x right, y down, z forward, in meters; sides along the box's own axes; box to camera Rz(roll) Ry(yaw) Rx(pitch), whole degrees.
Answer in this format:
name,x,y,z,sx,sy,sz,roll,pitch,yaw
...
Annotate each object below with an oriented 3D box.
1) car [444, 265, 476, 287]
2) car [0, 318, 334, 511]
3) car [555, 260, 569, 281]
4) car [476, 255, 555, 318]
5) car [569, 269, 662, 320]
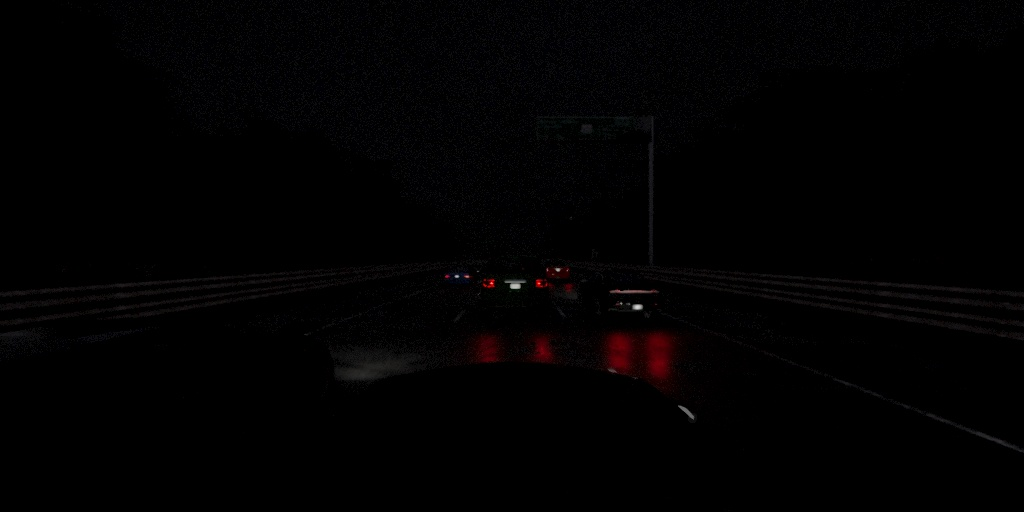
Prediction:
name,x,y,z,sx,sy,sz,roll,pitch,yaw
car,-3.409,1.328,24.769,2.033,1.411,5.357,0,0,0
car,-3.414,1.277,3.138,1.812,1.442,4.674,0,0,0
car,3.591,1.149,30.198,2.097,1.767,4.553,0,0,0
car,0.097,0.981,13.155,2.150,2.045,5.566,0,0,0
car,3.597,1.250,12.690,2.128,1.511,4.902,0,0,0
